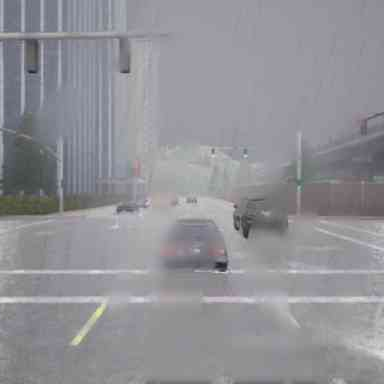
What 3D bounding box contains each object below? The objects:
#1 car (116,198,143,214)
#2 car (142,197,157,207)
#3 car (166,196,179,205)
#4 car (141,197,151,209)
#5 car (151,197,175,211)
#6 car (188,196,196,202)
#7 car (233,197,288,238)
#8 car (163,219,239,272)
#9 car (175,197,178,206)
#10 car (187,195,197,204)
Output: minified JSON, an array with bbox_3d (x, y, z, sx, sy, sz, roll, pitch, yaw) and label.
[{"bbox_3d":[-7.094,1.659,37.081,1.895,1.301,4.718,0,0,0],"label":"car"},{"bbox_3d":[-7.024,1.612,55.659,1.812,1.442,4.674,0,0,1],"label":"car"},{"bbox_3d":[-3.493,1.587,61.187,2.128,1.511,4.902,0,0,0],"label":"car"},{"bbox_3d":[-7.081,1.564,46.407,2.128,1.511,4.902,0,0,0],"label":"car"},{"bbox_3d":[-3.589,1.543,41.606,1.882,1.535,5.008,0,0,0],"label":"car"},{"bbox_3d":[0.009,1.623,78.389,1.837,1.490,4.892,0,0,0],"label":"car"},{"bbox_3d":[3.602,1.273,18.269,2.150,2.045,5.566,0,0,0],"label":"car"},{"bbox_3d":[0.097,1.581,10.904,2.033,1.411,5.357,0,0,0],"label":"car"},{"bbox_3d":[-3.562,1.557,51.030,1.882,1.535,5.008,0,0,0],"label":"car"},{"bbox_3d":[0.008,1.459,68.144,2.097,1.767,4.553,0,0,0],"label":"car"}]
